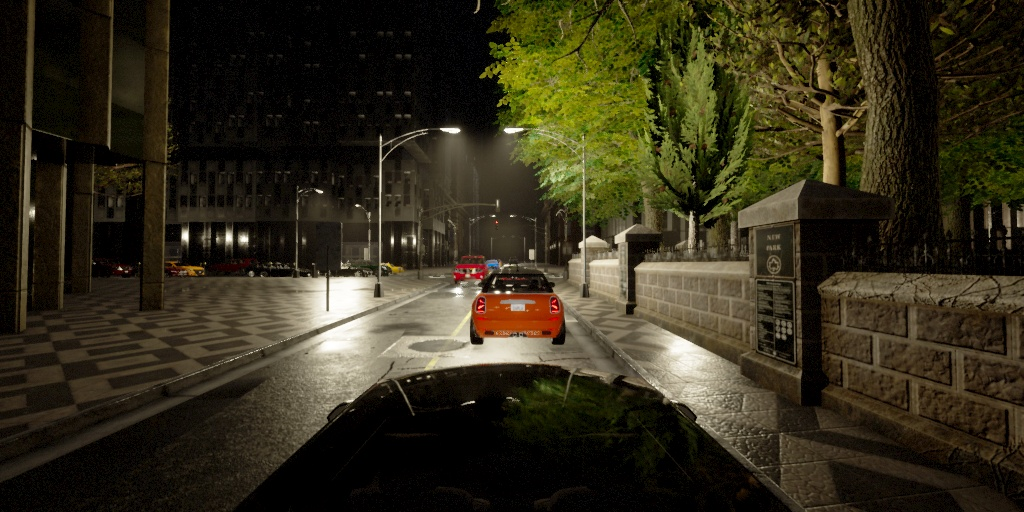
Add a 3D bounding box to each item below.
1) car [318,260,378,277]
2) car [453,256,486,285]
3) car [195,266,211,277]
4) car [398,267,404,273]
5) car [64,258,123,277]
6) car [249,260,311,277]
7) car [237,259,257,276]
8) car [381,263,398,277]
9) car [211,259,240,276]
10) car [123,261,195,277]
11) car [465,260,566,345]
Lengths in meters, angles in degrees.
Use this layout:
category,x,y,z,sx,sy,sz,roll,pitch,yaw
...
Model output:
category,x,y,z,sx,sy,sz,roll,pitch,yaw
car,-14.511,1.267,31.453,4.403,1.370,2.007,0,0,1
car,-2.989,0.992,27.104,2.150,2.045,5.566,0,0,0
car,-32.331,1.276,34.317,5.008,1.535,1.882,0,-1,0
car,-14.605,1.426,39.978,4.829,1.417,1.751,0,0,1
car,-36.562,1.061,31.672,5.009,1.841,2.192,0,0,1
car,-20.023,1.289,31.508,4.313,1.339,1.948,0,0,1
car,-22.826,1.290,34.215,4.892,1.490,1.837,0,-1,1
car,-13.742,1.125,34.126,4.553,1.767,2.097,0,-1,0
car,-30.972,1.237,40.140,5.009,1.841,2.192,0,0,1
car,-31.049,1.320,31.617,4.207,1.307,1.802,0,0,1
car,0.128,1.107,9.678,2.097,1.767,4.553,0,0,0
